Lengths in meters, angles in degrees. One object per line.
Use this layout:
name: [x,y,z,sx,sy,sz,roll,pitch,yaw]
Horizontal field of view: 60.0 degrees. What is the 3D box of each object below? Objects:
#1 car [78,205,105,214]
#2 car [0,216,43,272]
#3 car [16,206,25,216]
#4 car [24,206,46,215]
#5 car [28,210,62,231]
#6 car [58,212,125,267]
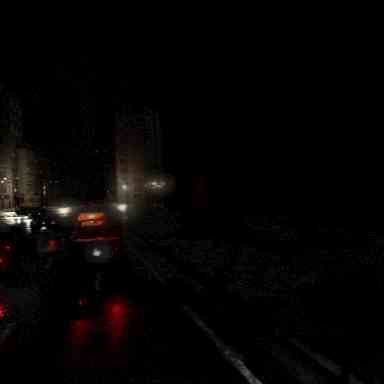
car: [-8.175,1.957,27.126,2.097,1.767,4.553,-2,-1,-17]
car: [-6.826,1.904,11.952,1.837,1.490,4.892,-2,0,-17]
car: [-26.582,2.994,53.009,2.128,1.511,4.902,-2,0,-17]
car: [-20.434,2.708,44.100,1.837,1.490,4.892,-2,-1,-17]
car: [-11.117,2.300,25.658,1.895,1.301,4.718,-2,-1,-17]
car: [-3.718,1.785,12.890,2.128,1.511,4.902,-2,-1,-17]
